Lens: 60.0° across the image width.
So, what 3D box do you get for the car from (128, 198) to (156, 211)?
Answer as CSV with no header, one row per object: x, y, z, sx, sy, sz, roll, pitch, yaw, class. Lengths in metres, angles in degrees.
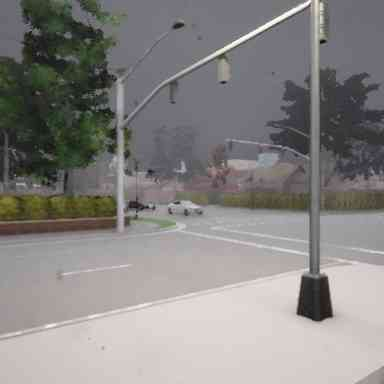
-6.158,1.504,40.568,2.128,1.511,4.902,0,0,-36,car

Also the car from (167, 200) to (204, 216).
-0.753,1.538,33.128,1.812,1.442,4.674,0,0,-36,car
